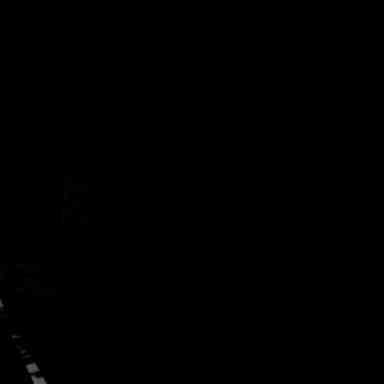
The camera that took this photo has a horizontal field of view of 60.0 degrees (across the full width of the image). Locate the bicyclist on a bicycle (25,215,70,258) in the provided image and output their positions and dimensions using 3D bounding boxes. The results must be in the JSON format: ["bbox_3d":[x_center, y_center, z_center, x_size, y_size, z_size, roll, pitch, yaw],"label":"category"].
[{"bbox_3d":[-5.523,1.692,12.801,1.656,1.620,0.582,0,-1,-37],"label":"bicyclist on a bicycle"}]
